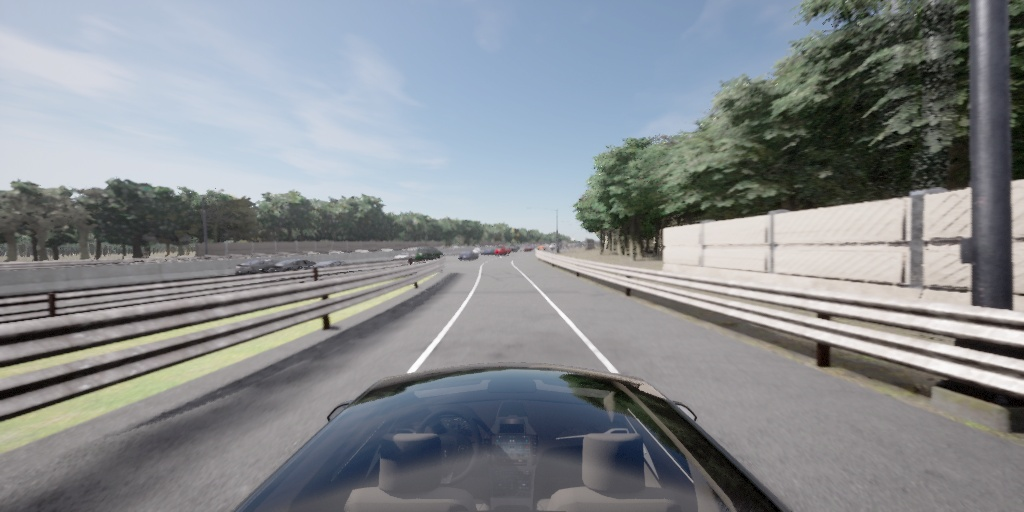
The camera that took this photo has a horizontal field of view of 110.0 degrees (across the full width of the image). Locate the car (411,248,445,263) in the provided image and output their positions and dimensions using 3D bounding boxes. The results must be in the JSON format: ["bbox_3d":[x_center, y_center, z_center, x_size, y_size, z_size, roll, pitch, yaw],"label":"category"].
[{"bbox_3d":[-11.624,-0.185,51.101,2.150,2.045,5.566,0,2,16],"label":"car"}]

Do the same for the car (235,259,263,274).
[{"bbox_3d":[-20.948,1.006,30.795,2.128,1.511,4.902,0,2,16],"label":"car"}]

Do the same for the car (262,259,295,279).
[{"bbox_3d":[-17.579,1.016,29.849,1.837,1.490,4.892,0,2,16],"label":"car"}]

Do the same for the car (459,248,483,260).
[{"bbox_3d":[-6.644,-0.080,55.903,1.994,1.385,4.181,0,2,16],"label":"car"}]

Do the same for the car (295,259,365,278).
[{"bbox_3d":[-14.209,1.064,28.902,2.033,1.411,5.357,0,2,16],"label":"car"}]

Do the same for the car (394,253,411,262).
[{"bbox_3d":[-14.996,0.197,52.043,1.895,1.301,4.718,0,2,16],"label":"car"}]
